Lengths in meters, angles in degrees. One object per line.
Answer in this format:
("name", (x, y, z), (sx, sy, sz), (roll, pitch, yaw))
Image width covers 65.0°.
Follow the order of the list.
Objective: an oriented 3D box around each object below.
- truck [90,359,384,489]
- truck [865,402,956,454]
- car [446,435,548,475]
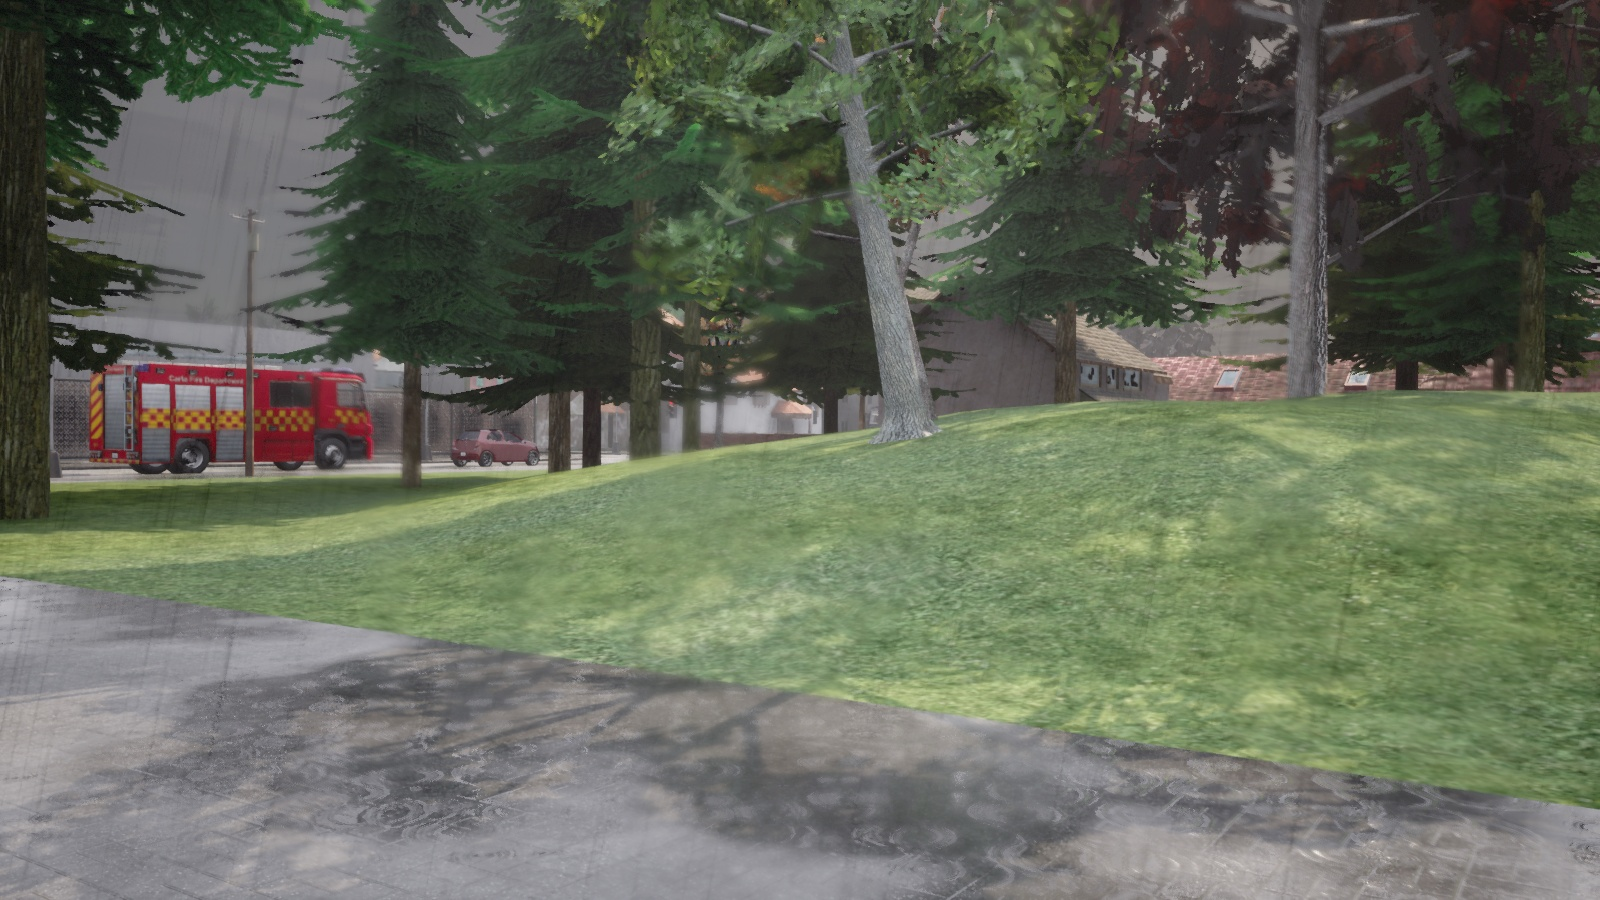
("truck", (-18.100, -0.831, 41.094), (2.891, 3.827, 8.468), (0, 1, 34))
("truck", (7.773, -1.513, 87.329), (2.891, 3.462, 7.936), (0, 1, 33))
("car", (-12.067, 0.169, 50.173), (1.845, 1.501, 3.633), (0, 1, 33))
